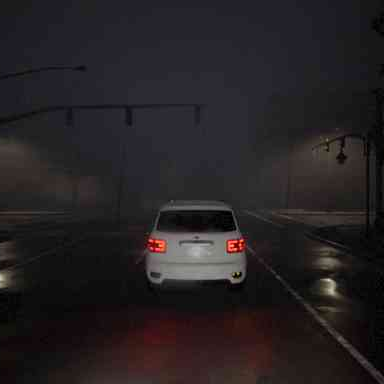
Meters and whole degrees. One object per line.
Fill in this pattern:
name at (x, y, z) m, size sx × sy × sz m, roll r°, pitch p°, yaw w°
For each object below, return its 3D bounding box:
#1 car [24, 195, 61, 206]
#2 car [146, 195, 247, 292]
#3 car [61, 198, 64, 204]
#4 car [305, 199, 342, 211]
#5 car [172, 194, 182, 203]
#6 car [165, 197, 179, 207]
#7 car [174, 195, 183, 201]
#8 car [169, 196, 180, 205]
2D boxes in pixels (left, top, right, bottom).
car at (-23.303, 1.295, 51.024) m, size 4.611 × 1.667 × 2.242 m, roll 0°, pitch 0°, yaw 1°
car at (0.089, 1.221, 9.091) m, size 2.150 × 2.045 × 5.566 m, roll 0°, pitch 0°, yaw 0°
car at (-24.018, 1.456, 56.775) m, size 3.806 × 1.475 × 1.970 m, roll 0°, pitch 0°, yaw 1°
car at (16.225, 1.564, 41.091) m, size 4.181 × 1.385 × 1.994 m, roll 0°, pitch 0°, yaw 0°
car at (-3.202, 1.355, 72.164) m, size 2.097 × 1.767 × 4.553 m, roll 0°, pitch 0°, yaw 0°
car at (-3.120, 1.547, 52.584) m, size 2.033 × 1.411 × 5.357 m, roll 0°, pitch 0°, yaw 0°
car at (-3.287, 1.539, 82.512) m, size 2.033 × 1.411 × 5.357 m, roll 0°, pitch 0°, yaw 0°
car at (-3.183, 1.478, 62.161) m, size 1.882 × 1.535 × 5.008 m, roll 0°, pitch 0°, yaw 0°
